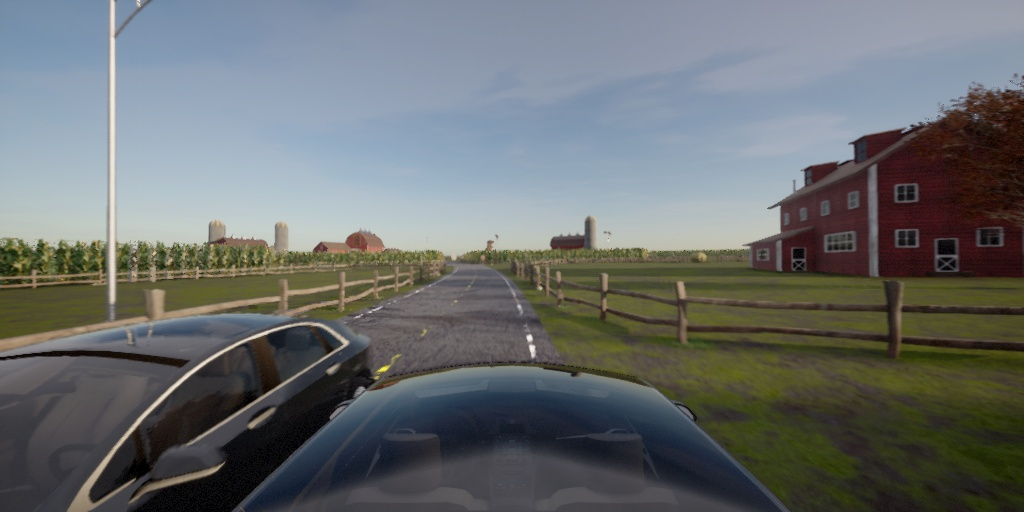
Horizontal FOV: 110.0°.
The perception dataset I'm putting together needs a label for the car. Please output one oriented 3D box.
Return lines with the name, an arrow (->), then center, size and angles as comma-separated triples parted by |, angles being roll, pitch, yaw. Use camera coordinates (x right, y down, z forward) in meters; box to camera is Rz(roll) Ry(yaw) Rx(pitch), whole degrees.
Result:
car -> -2.493, 1.260, 2.365 | 1.837, 1.490, 4.892 | 0, 0, -1
